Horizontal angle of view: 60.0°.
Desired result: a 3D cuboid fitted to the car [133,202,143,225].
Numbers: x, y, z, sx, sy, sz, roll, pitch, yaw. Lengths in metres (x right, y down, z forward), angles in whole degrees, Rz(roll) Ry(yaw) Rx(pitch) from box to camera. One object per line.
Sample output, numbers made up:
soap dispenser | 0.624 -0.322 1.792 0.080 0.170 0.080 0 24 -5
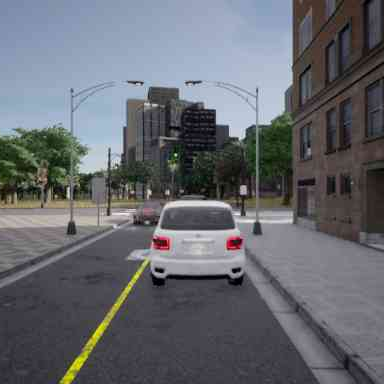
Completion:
car | -2.957 1.442 24.266 2.097 1.767 4.553 0 0 0

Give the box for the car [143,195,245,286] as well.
car | 0.119 1.238 9.549 2.150 2.045 5.566 0 0 0

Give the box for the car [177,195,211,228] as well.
car | 0.089 1.257 23.548 2.150 2.045 5.566 0 0 -1
